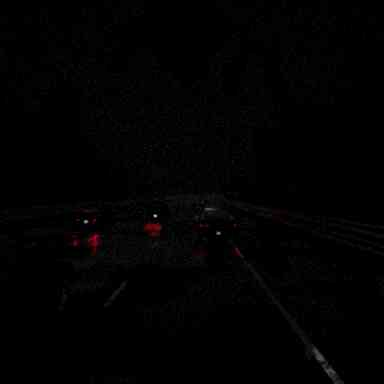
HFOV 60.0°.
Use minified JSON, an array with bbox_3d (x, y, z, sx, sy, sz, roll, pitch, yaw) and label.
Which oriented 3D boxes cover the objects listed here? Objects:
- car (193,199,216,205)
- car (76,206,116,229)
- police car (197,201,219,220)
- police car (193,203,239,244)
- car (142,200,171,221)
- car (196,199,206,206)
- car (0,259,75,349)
[{"bbox_3d":[1.350,1.581,26.614,2.097,1.767,4.553,0,0,1],"label":"car"},{"bbox_3d":[-6.680,1.721,23.426,1.812,1.442,4.674,0,0,1],"label":"car"},{"bbox_3d":[1.503,1.708,32.705,1.930,1.638,5.238,0,-1,2],"label":"police car"},{"bbox_3d":[1.171,1.571,16.831,1.930,1.638,5.238,0,-1,1],"label":"police car"},{"bbox_3d":[-3.018,1.762,30.302,1.837,1.490,4.892,0,0,2],"label":"car"},{"bbox_3d":[1.865,2.086,66.929,1.812,1.442,4.674,0,-1,3],"label":"car"},{"bbox_3d":[-3.400,1.643,4.935,1.895,1.301,4.718,0,0,0],"label":"car"}]
